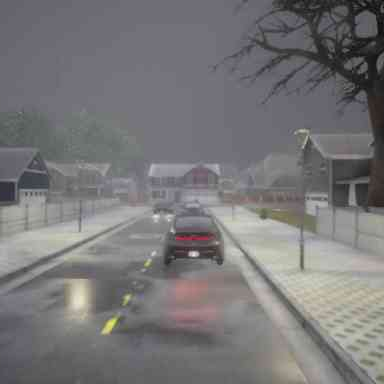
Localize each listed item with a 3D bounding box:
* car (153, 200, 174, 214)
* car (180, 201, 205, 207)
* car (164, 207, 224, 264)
[{"bbox_3d":[-2.805,1.475,33.998,2.033,1.411,5.357,0,0,1],"label":"car"},{"bbox_3d":[0.059,1.470,26.411,1.812,1.442,4.674,0,0,0],"label":"car"},{"bbox_3d":[0.065,1.482,11.744,1.837,1.490,4.892,0,0,0],"label":"car"}]
